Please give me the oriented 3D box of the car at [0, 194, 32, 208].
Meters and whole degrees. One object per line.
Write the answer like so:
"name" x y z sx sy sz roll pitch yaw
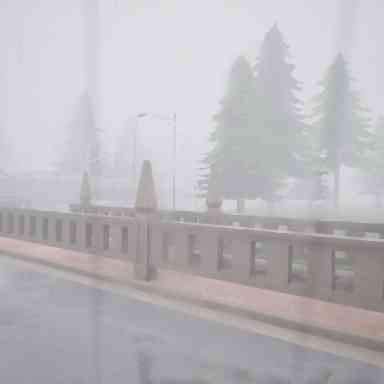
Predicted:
"car" -17.653 0.979 31.219 1.837 1.490 4.892 1 1 38
